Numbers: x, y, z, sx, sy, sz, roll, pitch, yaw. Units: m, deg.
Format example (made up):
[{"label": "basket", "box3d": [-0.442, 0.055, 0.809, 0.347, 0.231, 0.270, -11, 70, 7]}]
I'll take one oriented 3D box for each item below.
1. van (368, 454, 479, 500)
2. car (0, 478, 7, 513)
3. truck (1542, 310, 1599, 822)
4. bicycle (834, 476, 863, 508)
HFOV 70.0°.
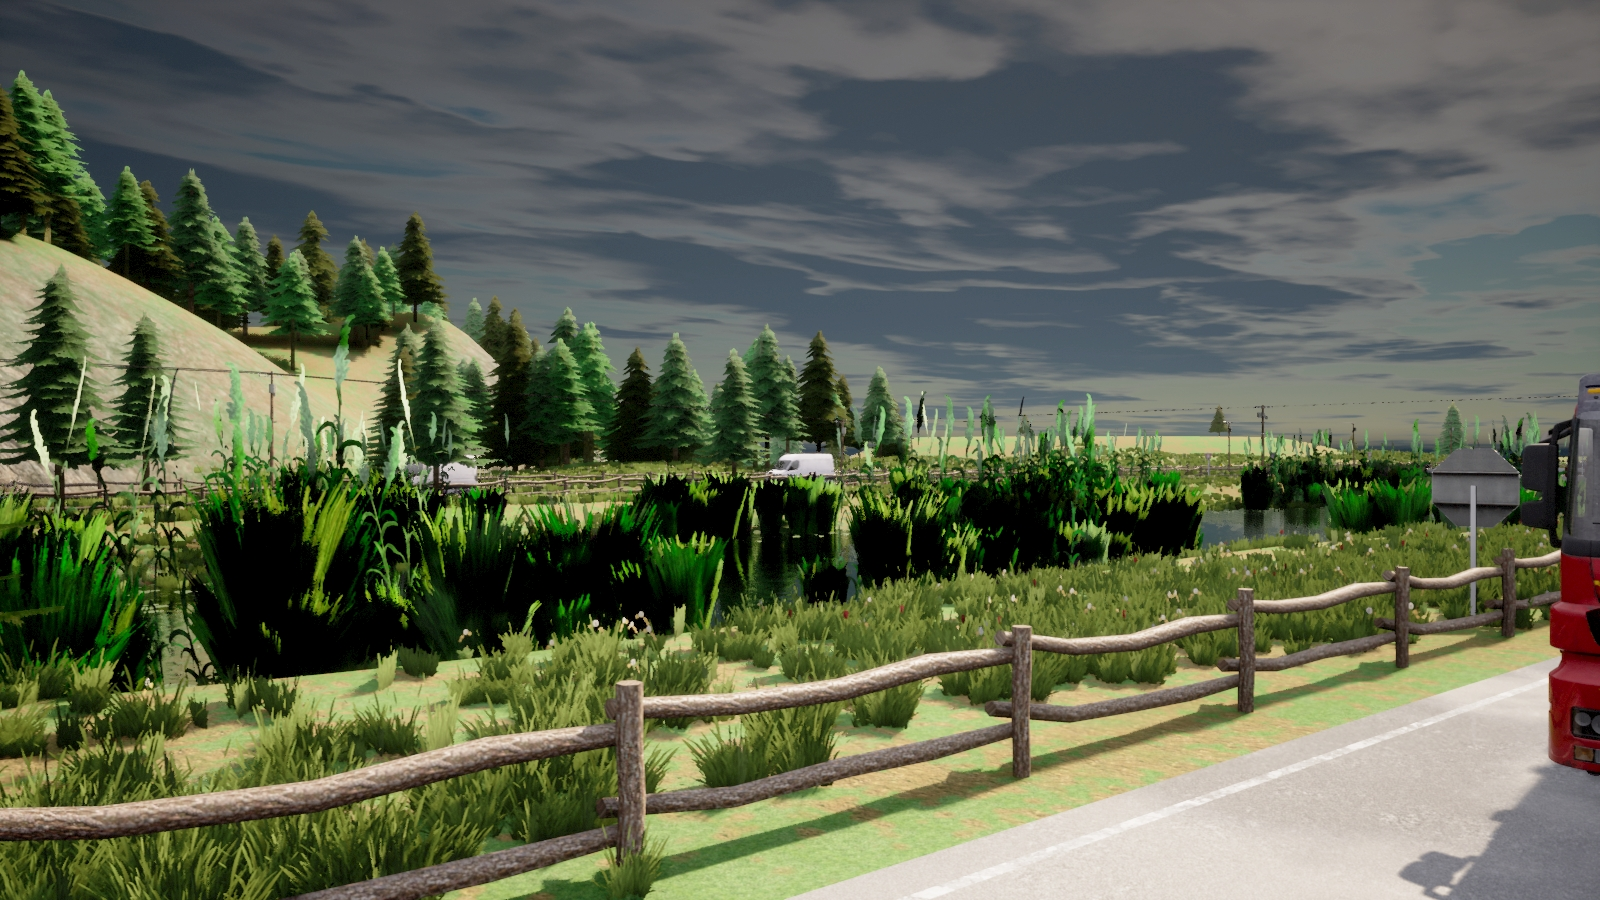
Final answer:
[{"label": "van", "box3d": [-21.935, 1.535, 66.839, 1.988, 2.561, 5.915, 0, 0, 44]}, {"label": "car", "box3d": [-37.248, 2.037, 50.171, 1.845, 1.501, 3.633, 0, 0, 42]}, {"label": "truck", "box3d": [9.611, 0.863, 10.984, 2.891, 3.827, 8.468, 0, 0, 42]}, {"label": "bicycle", "box3d": [2.372, 2.031, 55.905, 1.643, 1.496, 0.373, -1, 0, -43]}]
